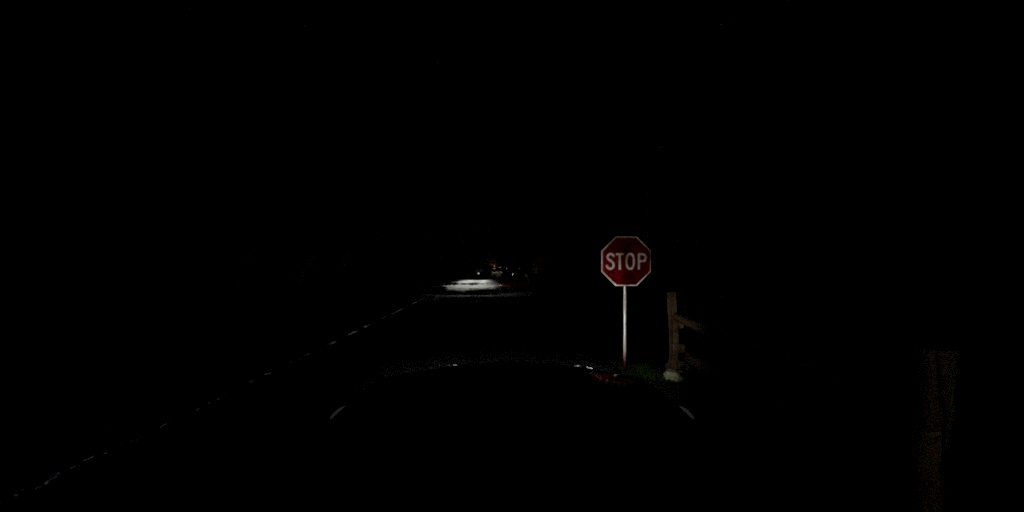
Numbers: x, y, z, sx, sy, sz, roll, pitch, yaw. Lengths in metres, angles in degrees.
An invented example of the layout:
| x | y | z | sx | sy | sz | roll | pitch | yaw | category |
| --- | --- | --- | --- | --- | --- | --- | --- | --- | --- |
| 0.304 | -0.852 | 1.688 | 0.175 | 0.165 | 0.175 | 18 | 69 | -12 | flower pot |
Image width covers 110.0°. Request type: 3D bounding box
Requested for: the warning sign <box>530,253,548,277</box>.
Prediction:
| x | y | z | sx | sy | sz | roll | pitch | yaw | category |
| --- | --- | --- | --- | --- | --- | --- | --- | --- | --- |
| 2.427 | 0.856 | 30.532 | 1.300 | 1.860 | 1.060 | 0 | 0 | 0 | warning sign |

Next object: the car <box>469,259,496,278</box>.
| x | y | z | sx | sy | sz | roll | pitch | yaw | category |
| --- | --- | --- | --- | --- | --- | --- | --- | --- | --- |
| -2.872 | 1.230 | 33.198 | 2.128 | 1.511 | 4.902 | 0 | 0 | 0 | car |

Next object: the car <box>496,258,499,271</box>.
| x | y | z | sx | sy | sz | roll | pitch | yaw | category |
| --- | --- | --- | --- | --- | --- | --- | --- | --- | --- |
| -2.883 | 1.204 | 46.560 | 1.882 | 1.535 | 5.008 | 0 | 0 | 0 | car |

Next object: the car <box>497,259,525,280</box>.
| x | y | z | sx | sy | sz | roll | pitch | yaw | category |
| --- | --- | --- | --- | --- | --- | --- | --- | --- | --- |
| 0.078 | 1.232 | 30.842 | 2.128 | 1.511 | 4.902 | 0 | 0 | 0 | car |

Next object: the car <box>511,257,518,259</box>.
| x | y | z | sx | sy | sz | roll | pitch | yaw | category |
| --- | --- | --- | --- | --- | --- | --- | --- | --- | --- |
| -0.047 | 1.261 | 62.518 | 1.994 | 1.385 | 4.181 | 0 | 0 | 0 | car |
